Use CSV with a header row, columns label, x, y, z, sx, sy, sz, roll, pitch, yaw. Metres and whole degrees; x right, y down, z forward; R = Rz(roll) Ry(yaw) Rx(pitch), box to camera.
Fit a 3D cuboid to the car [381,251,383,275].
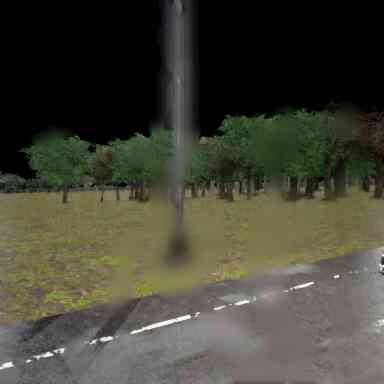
label,x,y,z,sx,sy,sz,roll,pitch,yaw
car,6.846,1.473,8.753,4.892,1.490,1.837,0,0,-36
